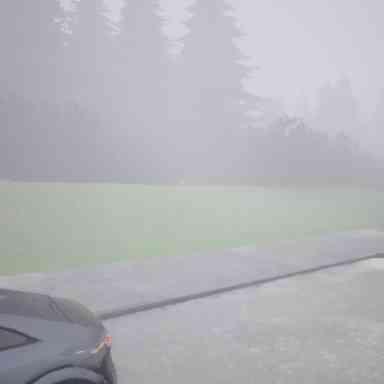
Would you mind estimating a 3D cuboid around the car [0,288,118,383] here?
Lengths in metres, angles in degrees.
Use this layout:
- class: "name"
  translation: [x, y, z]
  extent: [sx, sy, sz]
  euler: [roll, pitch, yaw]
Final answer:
- class: "car"
  translation: [-2.751, 1.564, 2.637]
  extent: [4.181, 1.385, 1.994]
  euler: [0, 0, -35]
